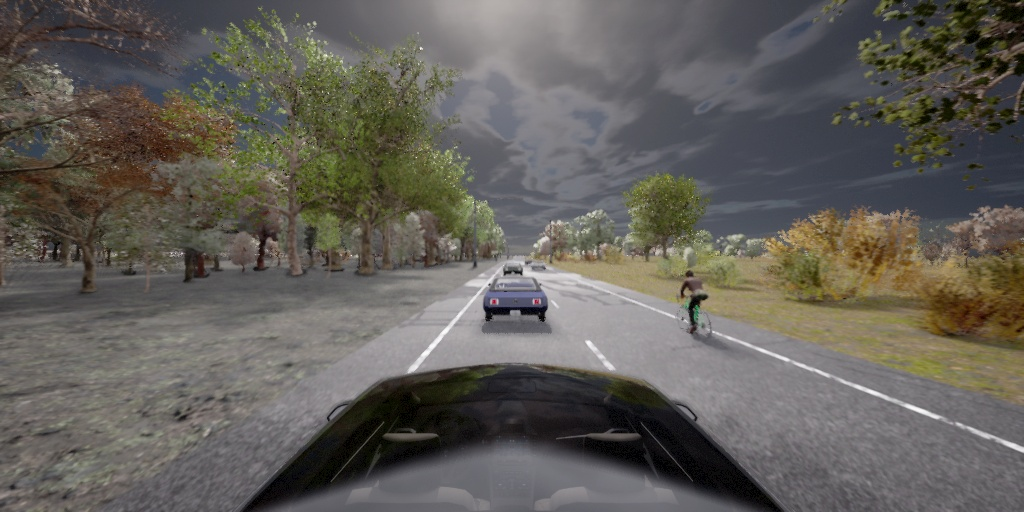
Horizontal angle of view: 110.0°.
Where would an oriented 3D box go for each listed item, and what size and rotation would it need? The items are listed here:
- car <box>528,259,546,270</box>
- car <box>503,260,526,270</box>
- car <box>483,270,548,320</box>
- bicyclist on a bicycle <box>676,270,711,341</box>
[{"bbox_3d":[3.609,1.228,50.481,1.895,1.301,4.718,0,0,0],"label":"car"},{"bbox_3d":[0.107,1.266,35.142,1.895,1.301,4.718,0,0,0],"label":"car"},{"bbox_3d":[0.101,1.323,12.395,1.895,1.301,4.718,0,0,0],"label":"car"},{"bbox_3d":[4.468,1.184,8.874,0.582,1.620,1.656,0,0,0],"label":"bicyclist on a bicycle"}]
